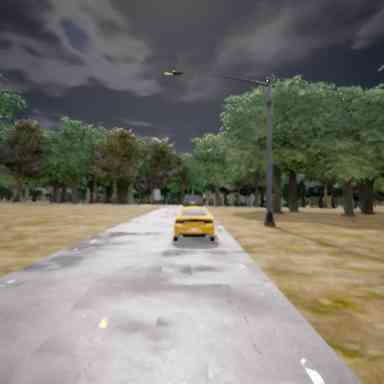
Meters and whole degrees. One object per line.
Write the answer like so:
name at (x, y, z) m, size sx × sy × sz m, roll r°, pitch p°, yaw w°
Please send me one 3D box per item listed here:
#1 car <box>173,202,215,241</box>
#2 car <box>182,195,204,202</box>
car at (0.095, 1.479, 16.828) m, size 1.882 × 1.535 × 5.008 m, roll 0°, pitch 0°, yaw 0°
car at (0.091, 1.362, 36.836) m, size 2.150 × 2.045 × 5.566 m, roll 0°, pitch -1°, yaw 0°
